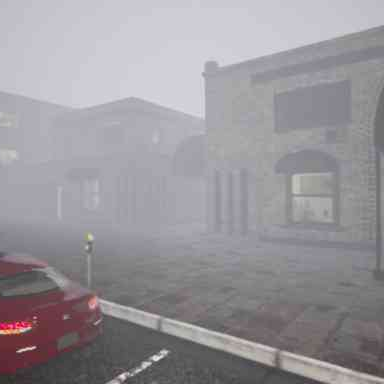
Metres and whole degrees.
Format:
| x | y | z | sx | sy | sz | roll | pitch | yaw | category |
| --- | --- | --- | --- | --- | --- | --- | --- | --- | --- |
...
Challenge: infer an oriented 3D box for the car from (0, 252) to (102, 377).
| x | y | z | sx | sy | sz | roll | pitch | yaw | category |
| --- | --- | --- | --- | --- | --- | --- | --- | --- | --- |
| -3.148 | 1.604 | 5.123 | 4.206 | 1.307 | 1.802 | 0 | 0 | 35 | car |
